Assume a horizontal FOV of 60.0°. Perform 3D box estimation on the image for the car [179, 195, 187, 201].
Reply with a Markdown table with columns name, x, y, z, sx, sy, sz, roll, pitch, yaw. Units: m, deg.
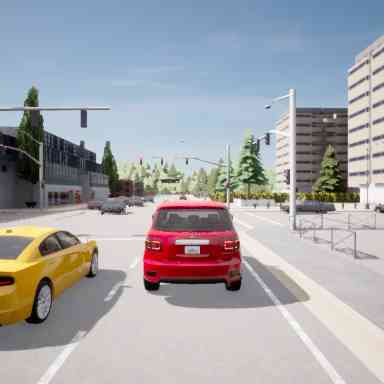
| name | x | y | z | sx | sy | sz | roll | pitch | yaw |
| --- | --- | --- | --- | --- | --- | --- | --- | --- | --- |
| car | -2.357 | 1.524 | 87.236 | 1.812 | 1.442 | 4.674 | 0 | 0 | -2 |

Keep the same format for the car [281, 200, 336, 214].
| name | x | y | z | sx | sy | sz | roll | pitch | yaw |
| --- | --- | --- | --- | --- | --- | --- | --- | --- | --- |
| car | 12.075 | 1.547 | 34.627 | 5.357 | 1.411 | 2.033 | 0 | 0 | -2 |

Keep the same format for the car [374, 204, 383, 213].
| name | x | y | z | sx | sy | sz | roll | pitch | yaw |
| --- | --- | --- | --- | --- | --- | --- | --- | --- | --- |
| car | 22.158 | 1.547 | 34.934 | 5.357 | 1.411 | 2.033 | 0 | 0 | -2 |

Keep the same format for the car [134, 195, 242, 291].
| name | x | y | z | sx | sy | sz | roll | pitch | yaw |
| --- | --- | --- | --- | --- | --- | --- | --- | --- | --- |
| car | 0.014 | 1.221 | 9.156 | 2.150 | 2.045 | 5.566 | 0 | 0 | 0 |

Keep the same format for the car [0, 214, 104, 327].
| name | x | y | z | sx | sy | sz | roll | pitch | yaw |
| --- | --- | --- | --- | --- | --- | --- | --- | --- | --- |
| car | -3.480 | 1.478 | 7.167 | 1.882 | 1.535 | 5.008 | 0 | 0 | 0 |

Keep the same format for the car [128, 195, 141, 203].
| name | x | y | z | sx | sy | sz | roll | pitch | yaw |
| --- | --- | --- | --- | --- | --- | --- | --- | --- | --- |
| car | -12.450 | 1.525 | 72.406 | 2.128 | 1.511 | 4.902 | 0 | 0 | -2 |

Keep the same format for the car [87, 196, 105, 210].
| name | x | y | z | sx | sy | sz | roll | pitch | yaw |
| --- | --- | --- | --- | --- | --- | --- | --- | --- | --- |
| car | -11.808 | 1.352 | 42.613 | 2.097 | 1.767 | 4.553 | 0 | 0 | 0 |

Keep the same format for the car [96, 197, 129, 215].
| name | x | y | z | sx | sy | sz | roll | pitch | yaw |
| --- | --- | --- | --- | --- | --- | --- | --- | --- | --- |
| car | -7.876 | 1.506 | 33.470 | 1.837 | 1.490 | 4.892 | 0 | -1 | -2 |

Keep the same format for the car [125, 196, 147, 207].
| name | x | y | z | sx | sy | sz | roll | pitch | yaw |
| --- | --- | --- | --- | --- | --- | --- | --- | --- | --- |
| car | -8.425 | 1.504 | 50.130 | 1.837 | 1.490 | 4.892 | 0 | 0 | -2 |
